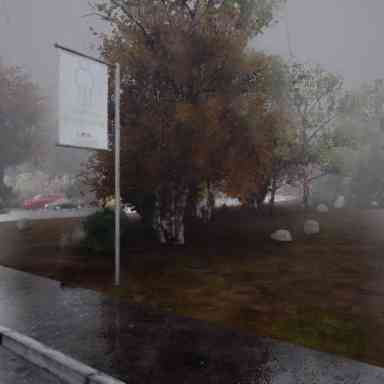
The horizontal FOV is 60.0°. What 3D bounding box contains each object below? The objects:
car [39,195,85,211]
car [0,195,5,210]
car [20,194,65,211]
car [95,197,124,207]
[{"bbox_3d":[-15.431,1.490,40.547,2.128,1.511,4.902,0,0,38],"label":"car"},{"bbox_3d":[-21.615,1.232,32.799,2.150,2.045,5.566,0,0,39],"label":"car"},{"bbox_3d":[-18.617,1.223,42.156,2.150,2.045,5.566,0,0,38],"label":"car"},{"bbox_3d":[-12.318,1.445,50.200,1.882,1.535,5.008,0,0,38],"label":"car"}]
